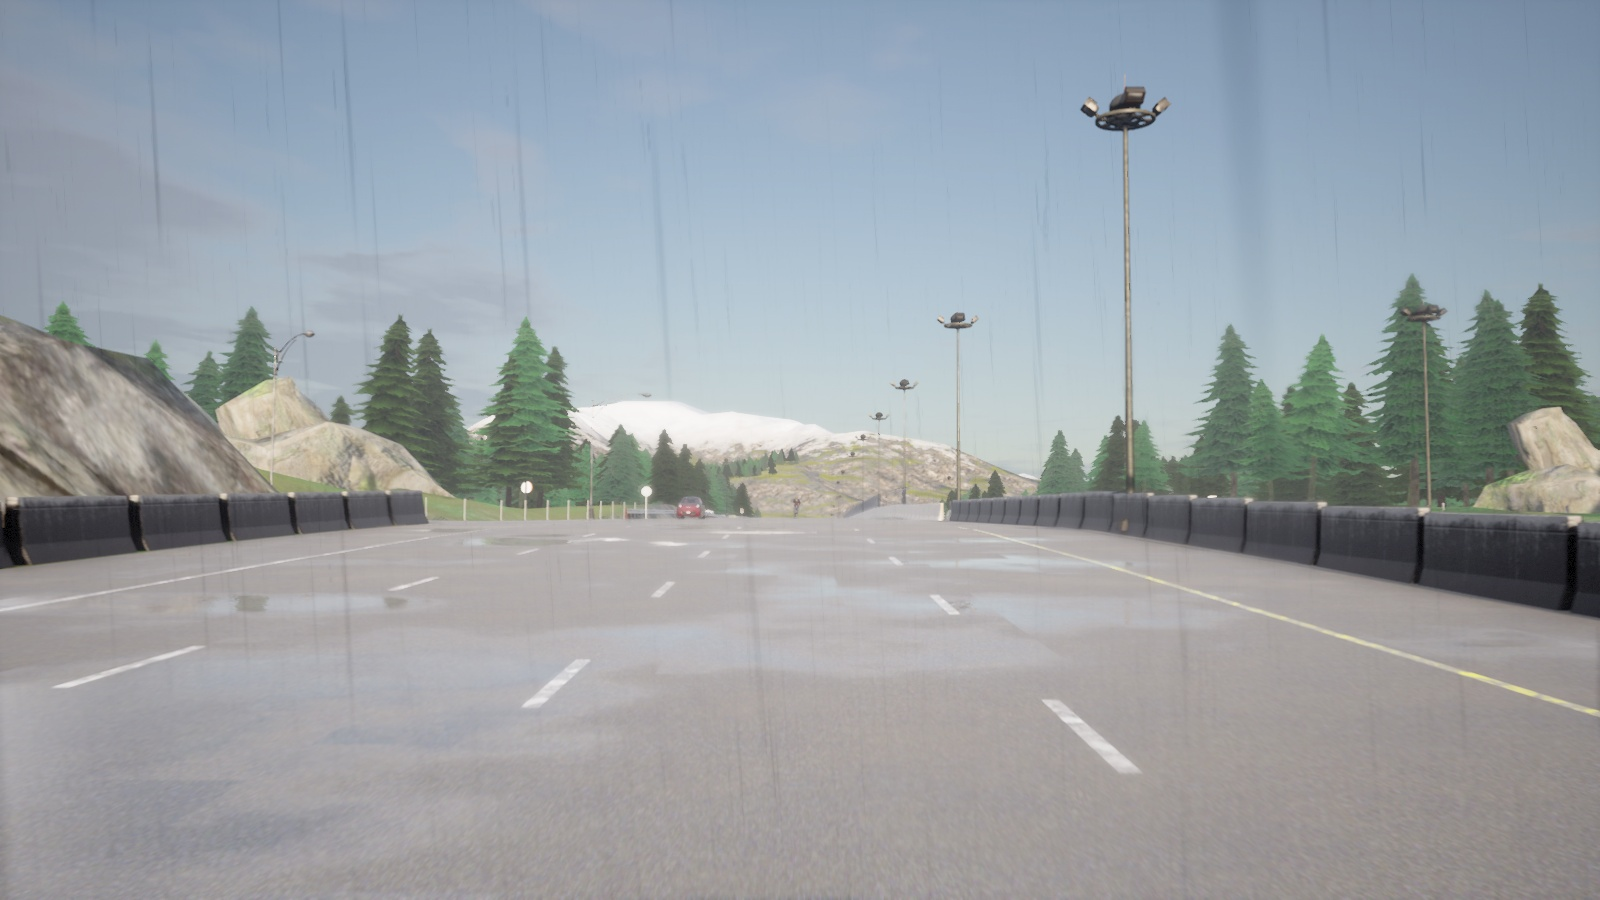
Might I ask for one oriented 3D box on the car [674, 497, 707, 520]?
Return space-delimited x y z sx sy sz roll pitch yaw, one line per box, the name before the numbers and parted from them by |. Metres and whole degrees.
car | -7.232 3.922 83.551 1.845 1.501 3.633 0 -3 1
